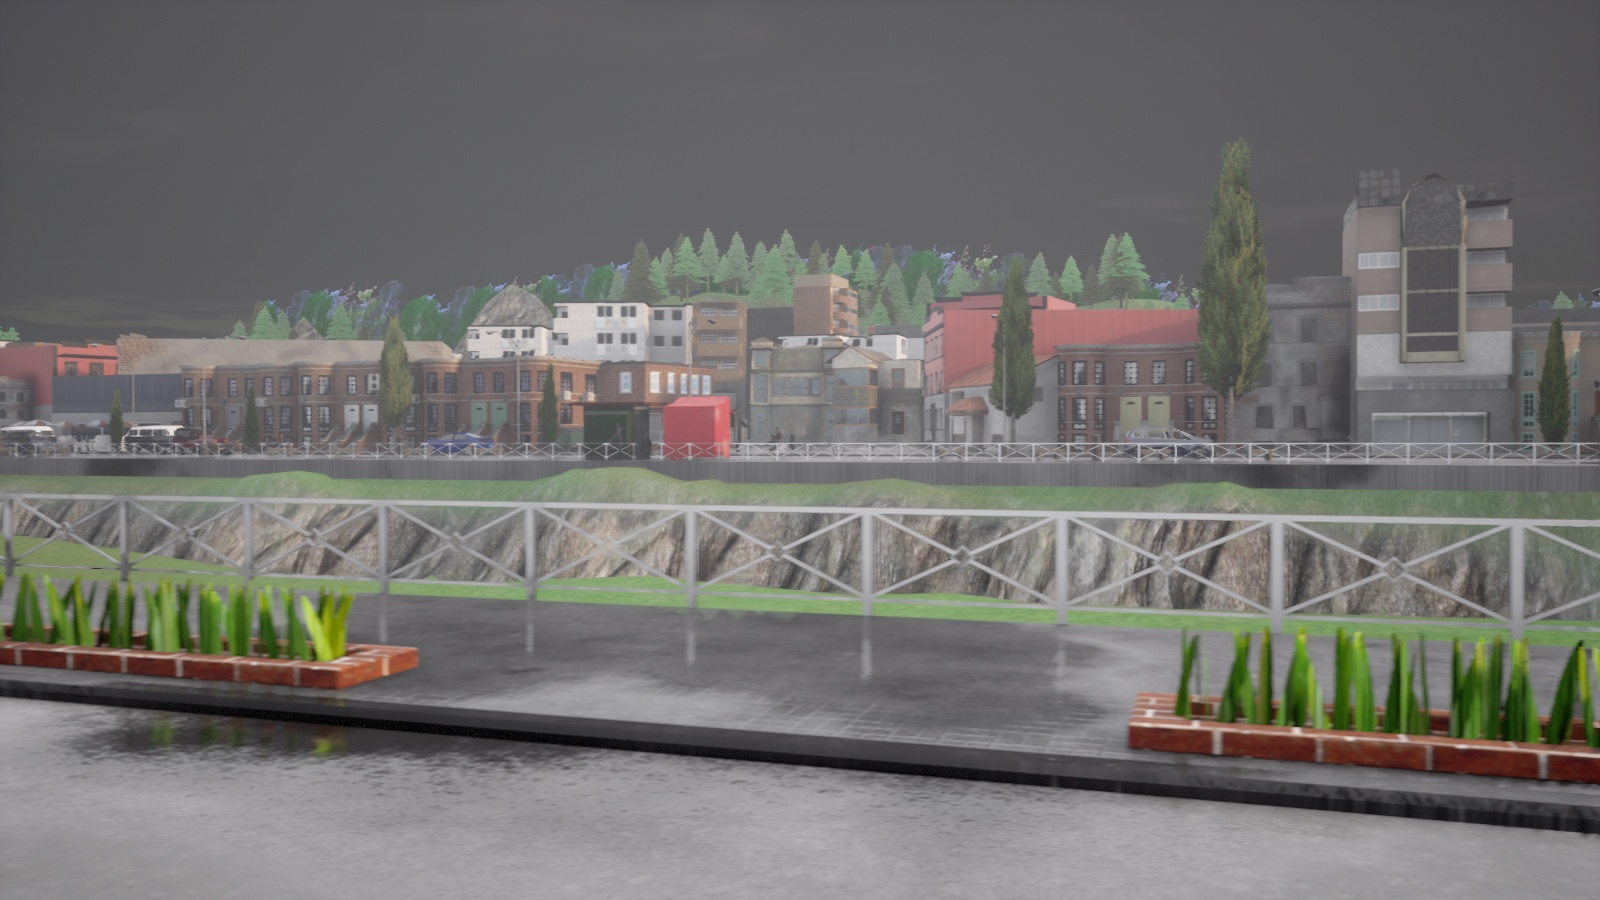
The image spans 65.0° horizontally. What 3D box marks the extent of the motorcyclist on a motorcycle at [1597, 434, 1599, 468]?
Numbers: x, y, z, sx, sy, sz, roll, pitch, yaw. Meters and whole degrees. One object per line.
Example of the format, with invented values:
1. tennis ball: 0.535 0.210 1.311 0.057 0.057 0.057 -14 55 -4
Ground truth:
1. motorcyclist on a motorcycle: 37.066 0.046 56.363 2.044 1.523 0.797 1 1 19

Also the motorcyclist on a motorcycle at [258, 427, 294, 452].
1. motorcyclist on a motorcycle: -35.447 -0.717 84.953 2.350 1.649 0.766 0 1 19

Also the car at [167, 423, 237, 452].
1. car: -39.036 -0.837 81.939 3.866 1.878 1.905 1 1 19

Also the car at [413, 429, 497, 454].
1. car: -22.122 -0.568 80.475 5.008 1.535 1.882 1 1 19

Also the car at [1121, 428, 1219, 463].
1. car: 18.470 -0.262 62.611 4.611 1.667 2.242 1 1 19

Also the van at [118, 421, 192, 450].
1. van: -45.355 -1.034 88.280 4.480 2.038 2.069 1 1 19
